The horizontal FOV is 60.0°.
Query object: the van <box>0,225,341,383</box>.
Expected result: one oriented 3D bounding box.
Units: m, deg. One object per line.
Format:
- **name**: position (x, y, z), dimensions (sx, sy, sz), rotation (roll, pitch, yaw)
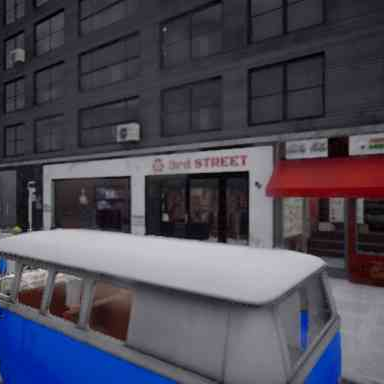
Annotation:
- **van**: position (-0.660, 1.347, 3.279), dimensions (3.998, 1.788, 1.690), rotation (0, 0, 35)
